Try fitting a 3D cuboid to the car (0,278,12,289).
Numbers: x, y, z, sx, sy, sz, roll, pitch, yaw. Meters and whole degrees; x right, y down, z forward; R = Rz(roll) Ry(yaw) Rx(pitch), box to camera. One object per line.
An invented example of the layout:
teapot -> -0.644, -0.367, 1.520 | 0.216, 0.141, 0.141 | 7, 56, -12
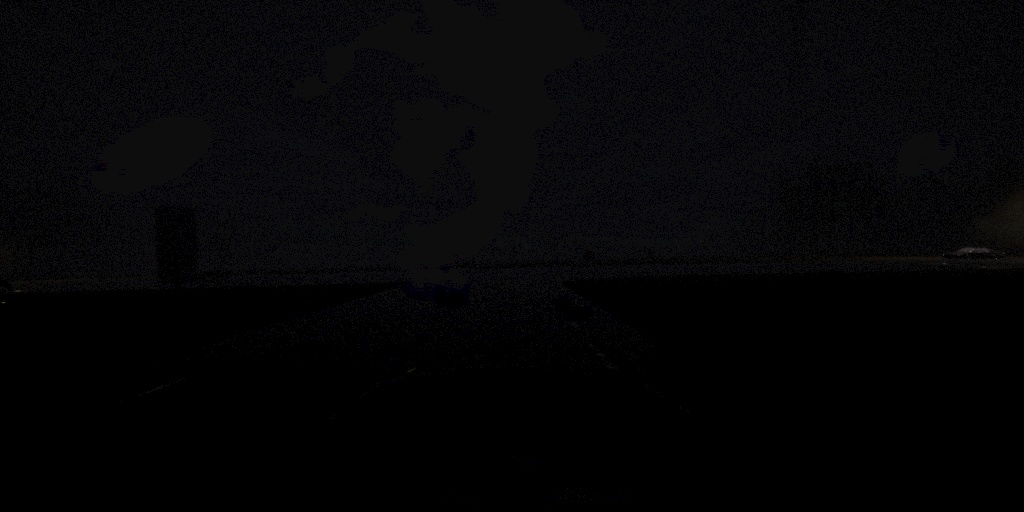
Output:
car -> -50.499, 2.470, 33.815 | 5.008, 1.535, 1.882 | -2, 2, 1
